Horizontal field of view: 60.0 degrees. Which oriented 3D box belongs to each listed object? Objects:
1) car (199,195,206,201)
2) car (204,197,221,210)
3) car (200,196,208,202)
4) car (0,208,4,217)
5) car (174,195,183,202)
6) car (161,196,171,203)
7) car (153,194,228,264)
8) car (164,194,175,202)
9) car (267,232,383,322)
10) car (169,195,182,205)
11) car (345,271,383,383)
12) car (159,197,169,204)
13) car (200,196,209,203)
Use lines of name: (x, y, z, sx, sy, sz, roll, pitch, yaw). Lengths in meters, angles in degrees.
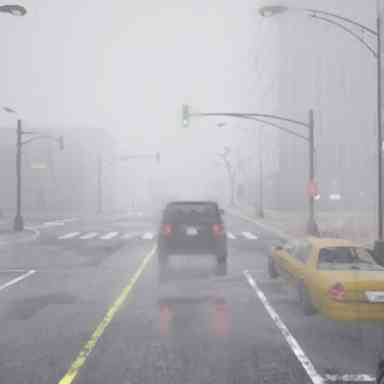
car: (2.749, 1.636, 89.346, 1.887, 1.381, 4.507, 1, 0, 0)
car: (2.727, 1.485, 45.067, 1.967, 1.590, 4.097, 1, 0, 0)
car: (2.743, 1.605, 78.447, 1.752, 1.417, 4.829, 1, 0, 0)
car: (-19.402, 1.830, 30.207, 4.313, 1.339, 1.947, -1, 0, 1)
car: (-2.960, 1.537, 76.427, 1.882, 1.535, 5.008, 0, 0, 0)
car: (-5.641, 1.639, 72.758, 1.947, 1.339, 4.313, 1, 0, 0)
car: (0.039, 1.231, 12.035, 2.150, 2.045, 5.566, 0, 0, 1)
car: (-5.631, 1.400, 83.827, 2.192, 1.841, 5.009, 1, 0, 0)
car: (2.844, 1.533, 7.289, 1.752, 1.417, 4.829, 1, 0, 0)
car: (-3.015, 1.413, 60.838, 2.097, 1.767, 4.553, 0, 0, 1)
car: (2.669, 1.568, 1.476, 1.947, 1.339, 4.313, 1, 0, 0)
car: (-5.644, 1.650, 67.224, 1.802, 1.307, 4.206, 1, 0, 0)
car: (2.740, 1.599, 72.912, 1.752, 1.417, 4.829, 1, 0, 0)
